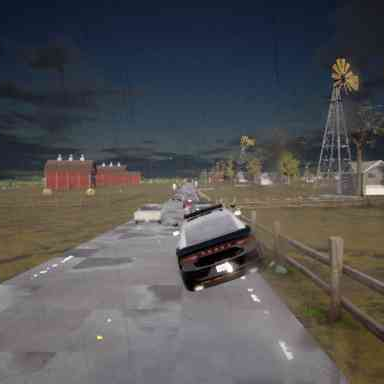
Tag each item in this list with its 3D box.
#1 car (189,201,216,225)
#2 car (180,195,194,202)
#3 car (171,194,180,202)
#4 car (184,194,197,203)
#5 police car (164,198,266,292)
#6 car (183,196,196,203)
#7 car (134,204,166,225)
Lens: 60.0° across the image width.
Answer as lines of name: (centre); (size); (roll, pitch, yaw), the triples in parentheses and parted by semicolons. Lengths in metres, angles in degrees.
car: (0.714, 1.471, 25.149); (1.837, 1.490, 4.892); (0, 0, 0)
car: (-0.195, 1.237, 47.063); (2.097, 1.767, 4.553); (0, 0, 0)
car: (-3.042, 1.178, 65.429); (2.033, 1.411, 5.357); (0, 1, 0)
car: (-0.269, 1.209, 60.581); (2.128, 1.511, 4.902); (0, 1, 0)
police car: (0.529, 1.199, 9.227); (1.930, 1.638, 5.238); (-18, 3, 0)
car: (0.667, 1.308, 19.108); (2.097, 1.767, 4.553); (-1, 0, 0)
car: (-2.956, 1.568, 24.099); (1.895, 1.301, 4.718); (0, 0, 0)
